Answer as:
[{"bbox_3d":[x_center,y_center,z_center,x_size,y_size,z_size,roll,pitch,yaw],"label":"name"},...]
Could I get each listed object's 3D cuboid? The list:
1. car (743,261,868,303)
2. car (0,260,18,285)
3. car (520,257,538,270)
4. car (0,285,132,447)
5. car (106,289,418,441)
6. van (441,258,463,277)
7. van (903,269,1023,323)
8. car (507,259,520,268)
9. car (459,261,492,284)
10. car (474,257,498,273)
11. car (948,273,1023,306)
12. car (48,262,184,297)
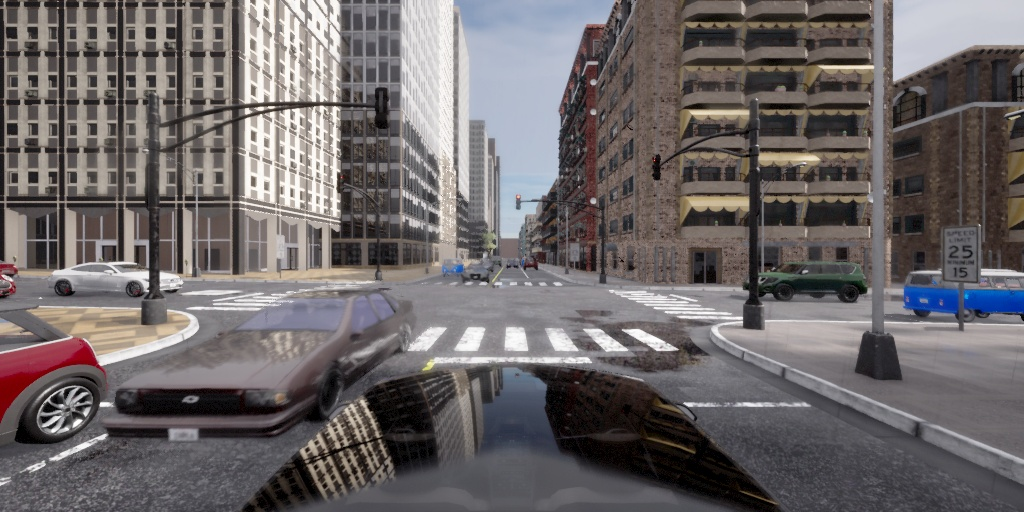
[{"bbox_3d":[15.449,1.297,19.020,5.566,2.045,2.150,1,0,0],"label":"car"},{"bbox_3d":[-21.154,0.818,13.128,4.097,1.591,1.967,0,0,0],"label":"car"},{"bbox_3d":[2.661,1.079,51.502,2.192,1.841,5.009,0,0,0],"label":"car"},{"bbox_3d":[-5.691,1.190,2.369,1.967,1.591,4.097,0,0,0],"label":"car"},{"bbox_3d":[-3.082,1.300,6.040,2.033,1.411,5.357,0,0,0],"label":"car"},{"bbox_3d":[-5.710,1.097,34.843,1.690,1.789,3.998,0,0,0],"label":"van"},{"bbox_3d":[16.905,1.453,13.099,3.998,1.789,1.690,0,0,0],"label":"van"},{"bbox_3d":[0.065,1.370,59.569,1.895,1.301,4.718,0,0,0],"label":"car"},{"bbox_3d":[-2.770,1.315,27.255,1.994,1.385,4.181,0,0,-6],"label":"car"},{"bbox_3d":[-3.125,1.251,42.874,2.128,1.511,4.902,0,0,0],"label":"car"},{"bbox_3d":[26.805,1.772,19.049,5.008,1.535,1.882,1,0,0],"label":"car"},{"bbox_3d":[-17.274,0.975,15.724,4.674,1.442,1.812,1,0,-2],"label":"car"}]
